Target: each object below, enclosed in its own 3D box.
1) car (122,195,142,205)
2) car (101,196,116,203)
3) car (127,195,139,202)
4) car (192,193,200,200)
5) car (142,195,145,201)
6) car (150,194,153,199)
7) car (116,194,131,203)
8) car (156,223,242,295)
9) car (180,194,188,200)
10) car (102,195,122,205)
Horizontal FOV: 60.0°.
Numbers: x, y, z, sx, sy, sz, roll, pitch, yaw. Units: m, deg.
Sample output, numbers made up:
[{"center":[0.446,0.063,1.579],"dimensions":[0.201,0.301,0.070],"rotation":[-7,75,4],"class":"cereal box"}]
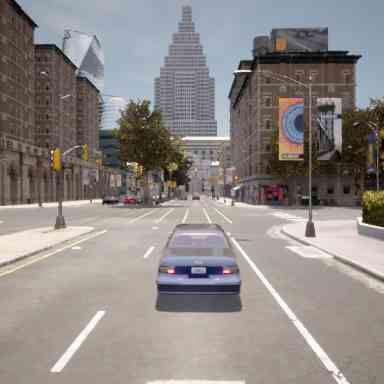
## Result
[{"center":[-10.832,1.478,59.804],"dimensions":[1.882,1.535,5.008],"rotation":[0,0,1],"class":"car"},{"center":[-17.387,1.595,69.776],"dimensions":[1.895,1.301,4.718],"rotation":[0,0,1],"class":"car"},{"center":[-14.023,1.478,78.828],"dimensions":[1.882,1.535,5.008],"rotation":[0,0,1],"class":"car"},{"center":[1.118,1.350,89.961],"dimensions":[2.097,1.767,4.553],"rotation":[0,0,1],"class":"car"},{"center":[-10.640,1.500,69.600],"dimensions":[1.837,1.490,4.892],"rotation":[0,0,1],"class":"car"},{"center":[-10.514,1.355,79.588],"dimensions":[2.097,1.767,4.553],"rotation":[0,0,1],"class":"car"},{"center":[-14.151,1.355,68.729],"dimensions":[2.097,1.767,4.553],"rotation":[0,0,1],"class":"car"},{"center":[0.171,1.547,8.882],"dimensions":[2.033,1.411,5.357],"rotation":[0,0,1],"class":"car"},{"center":[-2.386,1.540,89.603],"dimensions":[2.033,1.411,5.357],"rotation":[0,0,1],"class":"car"},{"center":[-14.351,1.601,58.622],"dimensions":[1.895,1.301,4.718],"rotation":[0,0,1],"class":"car"}]
